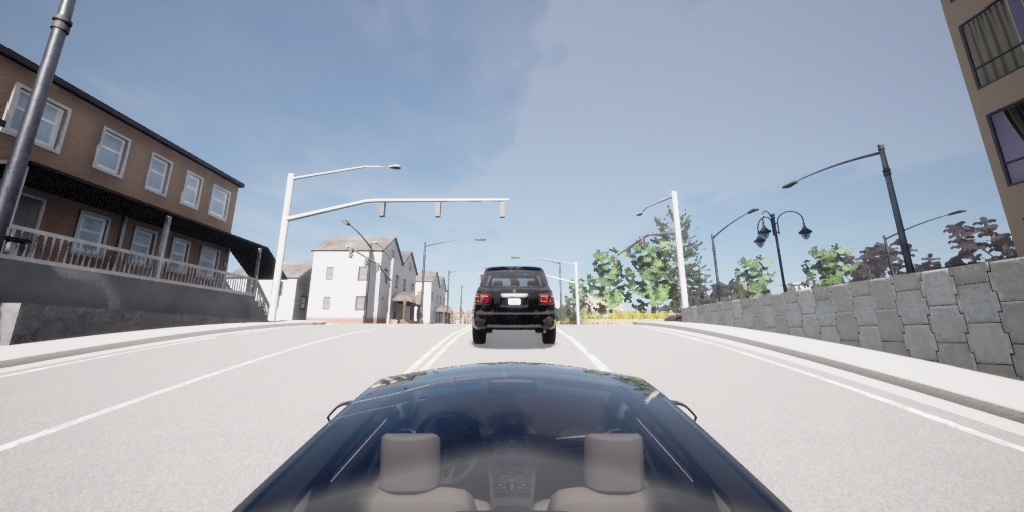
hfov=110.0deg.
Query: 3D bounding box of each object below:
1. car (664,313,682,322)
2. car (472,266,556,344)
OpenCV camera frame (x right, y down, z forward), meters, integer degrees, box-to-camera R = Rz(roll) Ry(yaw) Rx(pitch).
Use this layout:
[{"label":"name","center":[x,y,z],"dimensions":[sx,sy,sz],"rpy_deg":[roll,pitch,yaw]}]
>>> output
[{"label":"car","center":[15.856,5.445,31.693],"dimensions":[4.553,1.767,2.097],"rpy_deg":[0,-12,1]},{"label":"car","center":[0.060,1.499,11.143],"dimensions":[2.150,2.045,5.566],"rpy_deg":[0,-7,0]}]
